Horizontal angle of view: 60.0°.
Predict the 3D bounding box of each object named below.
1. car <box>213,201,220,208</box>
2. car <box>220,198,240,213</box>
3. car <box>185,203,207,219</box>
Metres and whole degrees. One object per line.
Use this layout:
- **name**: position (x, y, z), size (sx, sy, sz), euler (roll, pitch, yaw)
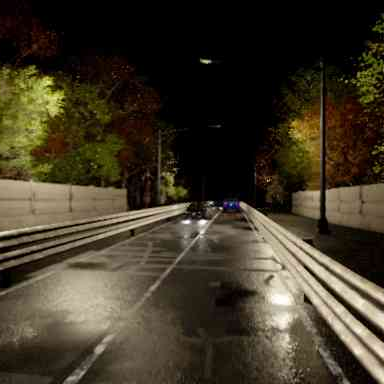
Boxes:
- **car**: position (5.681, 2.680, 74.015), size (1.882, 1.535, 5.008), euler (0, -2, 7)
- **car**: position (5.456, 1.803, 46.048), size (2.150, 2.045, 5.566), euler (0, -1, 7)
- **car**: position (0.440, 1.856, 32.914), size (1.837, 1.490, 4.892), euler (0, -1, 7)
